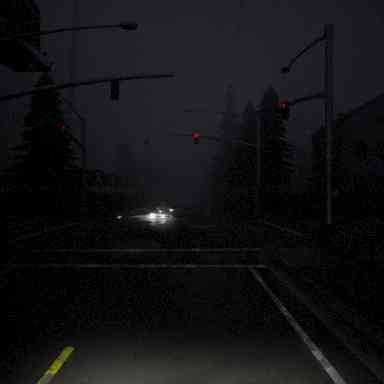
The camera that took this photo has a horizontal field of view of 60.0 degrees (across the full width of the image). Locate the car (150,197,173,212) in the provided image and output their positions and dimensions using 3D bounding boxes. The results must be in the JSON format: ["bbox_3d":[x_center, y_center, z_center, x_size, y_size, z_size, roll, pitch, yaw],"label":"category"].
[{"bbox_3d":[-3.635,1.491,38.081,2.128,1.511,4.902,0,0,0],"label":"car"}]
